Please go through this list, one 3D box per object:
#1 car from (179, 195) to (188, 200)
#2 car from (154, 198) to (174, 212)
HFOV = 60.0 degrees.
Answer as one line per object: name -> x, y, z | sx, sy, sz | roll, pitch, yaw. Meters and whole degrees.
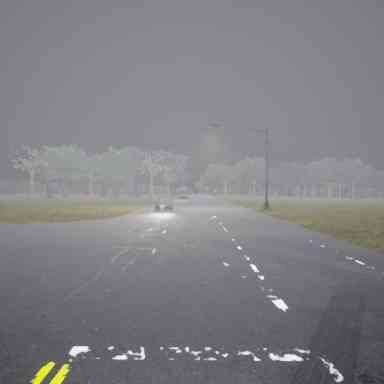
car -> -2.096, 1.339, 81.594 | 1.895, 1.301, 4.718 | 0, 0, 7
car -> -3.123, 1.411, 37.726 | 2.128, 1.511, 4.902 | 0, 0, 0
